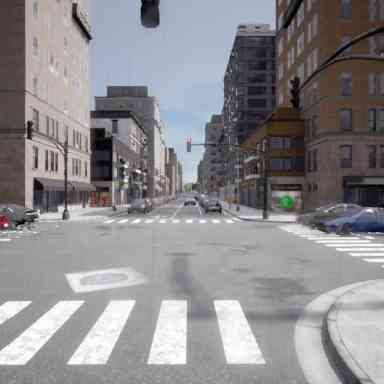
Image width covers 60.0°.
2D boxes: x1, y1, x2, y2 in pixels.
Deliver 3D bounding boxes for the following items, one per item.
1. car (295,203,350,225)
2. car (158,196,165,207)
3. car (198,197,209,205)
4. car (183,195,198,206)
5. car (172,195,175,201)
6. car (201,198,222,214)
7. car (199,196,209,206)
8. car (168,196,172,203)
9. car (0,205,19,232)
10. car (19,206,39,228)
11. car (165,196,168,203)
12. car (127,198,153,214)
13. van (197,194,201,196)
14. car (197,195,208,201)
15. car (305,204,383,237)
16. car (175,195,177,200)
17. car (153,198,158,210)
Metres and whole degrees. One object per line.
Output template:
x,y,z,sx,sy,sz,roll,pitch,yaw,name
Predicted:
8.964,1.460,20.682,4.902,1.511,2.128,0,0,0,car
-5.785,1.653,52.688,1.802,1.307,4.206,0,0,0,car
2.229,1.648,63.718,2.008,1.369,4.403,0,0,0,car
-0.302,1.683,57.881,1.895,1.301,4.718,0,0,0,car
-5.812,1.695,80.242,2.008,1.369,4.403,0,0,0,car
2.257,1.606,36.163,1.947,1.339,4.313,0,0,0,car
2.246,1.641,47.186,1.802,1.307,4.206,0,0,0,car
-5.801,1.552,69.220,1.967,1.590,4.097,0,0,0,car
-11.961,1.572,17.301,4.674,1.442,1.812,0,0,0,car
-12.101,1.545,20.552,4.902,1.511,2.128,0,0,0,car
-5.790,1.634,58.199,2.008,1.369,4.403,0,0,0,car
-5.768,1.480,36.156,1.967,1.590,4.097,0,0,0,car
2.235,1.424,58.207,1.690,1.788,3.998,0,0,0,van
2.240,1.637,52.696,1.947,1.339,4.313,0,0,0,car
9.058,1.509,17.287,5.357,1.411,2.033,0,0,-4,car
-5.823,1.721,91.264,1.887,1.381,4.507,0,0,0,car
-5.774,1.490,41.667,1.967,1.590,4.097,0,0,0,car
